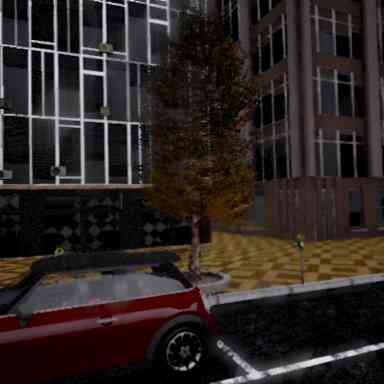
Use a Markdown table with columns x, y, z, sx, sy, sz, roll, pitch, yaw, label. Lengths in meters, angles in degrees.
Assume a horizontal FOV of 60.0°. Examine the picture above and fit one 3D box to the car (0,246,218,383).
| x | y | z | sx | sy | sz | roll | pitch | yaw | label |
| --- | --- | --- | --- | --- | --- | --- | --- | --- | --- |
| -1.808 | 1.625 | 4.578 | 4.097 | 1.590 | 1.967 | 0 | -3 | -22 | car |
